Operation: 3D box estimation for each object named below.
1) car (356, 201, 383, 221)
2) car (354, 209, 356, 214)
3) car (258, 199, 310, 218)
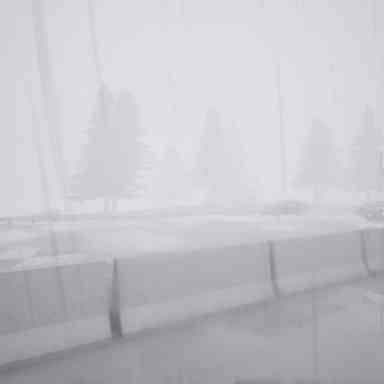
[{"bbox_3d":[14.710,1.423,24.355,4.892,1.490,1.837,0,0,-25],"label":"car"},{"bbox_3d":[16.147,1.467,28.869,4.181,1.385,1.994,0,0,-24],"label":"car"},{"bbox_3d":[7.993,1.393,28.838,4.902,1.511,2.128,0,0,-27],"label":"car"}]
